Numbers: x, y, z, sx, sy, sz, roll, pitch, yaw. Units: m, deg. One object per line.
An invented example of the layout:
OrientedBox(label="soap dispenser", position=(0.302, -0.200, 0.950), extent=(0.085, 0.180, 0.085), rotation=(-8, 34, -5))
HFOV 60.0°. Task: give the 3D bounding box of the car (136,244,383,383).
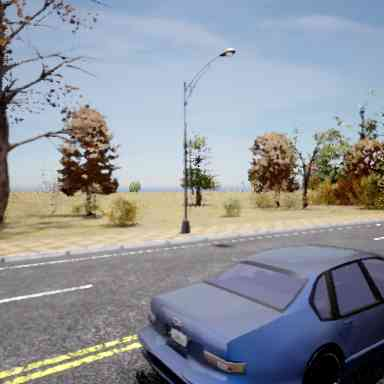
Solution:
OrientedBox(label="car", position=(1.934, 1.513, 4.810), extent=(5.357, 1.411, 2.033), rotation=(0, 0, -34))
